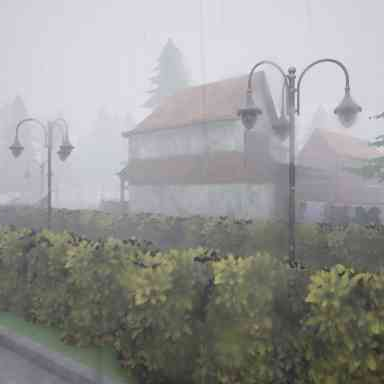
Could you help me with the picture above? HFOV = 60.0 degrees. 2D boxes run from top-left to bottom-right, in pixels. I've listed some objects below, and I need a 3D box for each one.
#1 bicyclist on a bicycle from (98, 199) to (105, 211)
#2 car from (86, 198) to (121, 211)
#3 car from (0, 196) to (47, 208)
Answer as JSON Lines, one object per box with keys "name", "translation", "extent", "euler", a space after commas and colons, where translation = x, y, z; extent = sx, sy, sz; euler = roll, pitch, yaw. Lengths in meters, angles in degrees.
{"name": "bicyclist on a bicycle", "translation": [-7.842, 1.463, 29.529], "extent": [1.656, 1.620, 0.582], "euler": [0, 0, 36]}
{"name": "car", "translation": [-10.114, 1.514, 39.059], "extent": [2.097, 1.767, 4.553], "euler": [0, 0, 37]}
{"name": "car", "translation": [-16.078, 1.384, 30.863], "extent": [2.150, 2.045, 5.566], "euler": [0, 0, 36]}
